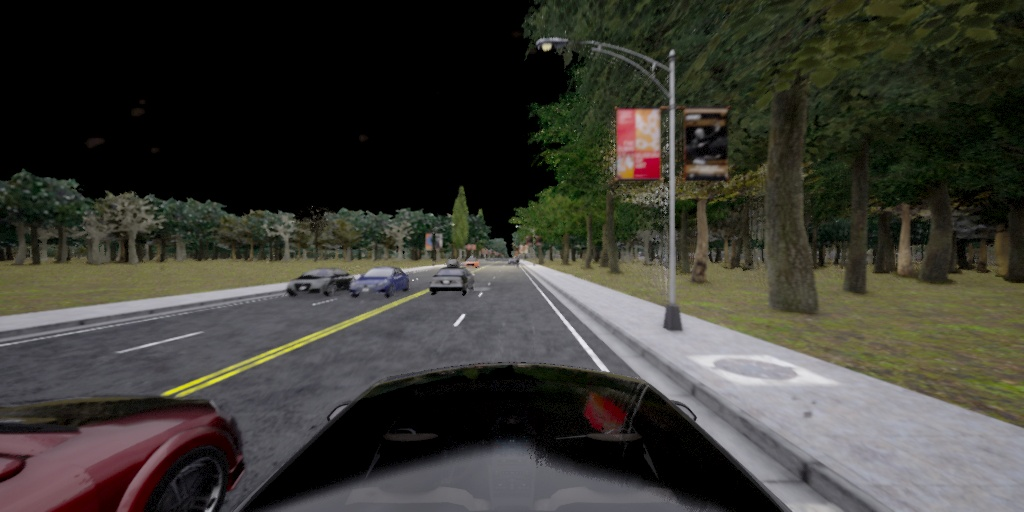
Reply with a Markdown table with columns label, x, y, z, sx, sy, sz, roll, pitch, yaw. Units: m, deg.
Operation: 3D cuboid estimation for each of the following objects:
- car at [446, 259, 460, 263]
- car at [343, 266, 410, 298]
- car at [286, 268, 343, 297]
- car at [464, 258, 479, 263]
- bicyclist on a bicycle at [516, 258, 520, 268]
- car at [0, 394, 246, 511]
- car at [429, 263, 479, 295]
| label | x | y | z | sx | sy | sz | roll | pitch | yaw |
| --- | --- | --- | --- | --- | --- | --- | --- | --- | --- |
| car | -9.806 | 1.260 | 59.928 | 1.837 | 1.490 | 4.892 | 0 | 0 | 1 |
| car | -6.603 | 1.271 | 18.486 | 1.812 | 1.442 | 4.674 | 0 | 0 | 0 |
| car | -9.851 | 1.309 | 18.866 | 1.994 | 1.385 | 4.181 | 0 | 0 | 0 |
| car | -6.561 | 1.109 | 58.655 | 2.097 | 1.767 | 4.553 | 0 | 0 | 0 |
| bicyclist on a bicycle | 0.881 | 1.126 | 54.031 | 0.659 | 1.776 | 1.843 | 0 | 0 | 0 |
| car | -3.150 | 1.314 | 1.171 | 1.994 | 1.385 | 4.181 | 0 | 0 | 0 |
| car | -3.154 | 1.293 | 19.656 | 2.033 | 1.411 | 5.357 | 0 | 0 | 0 |
